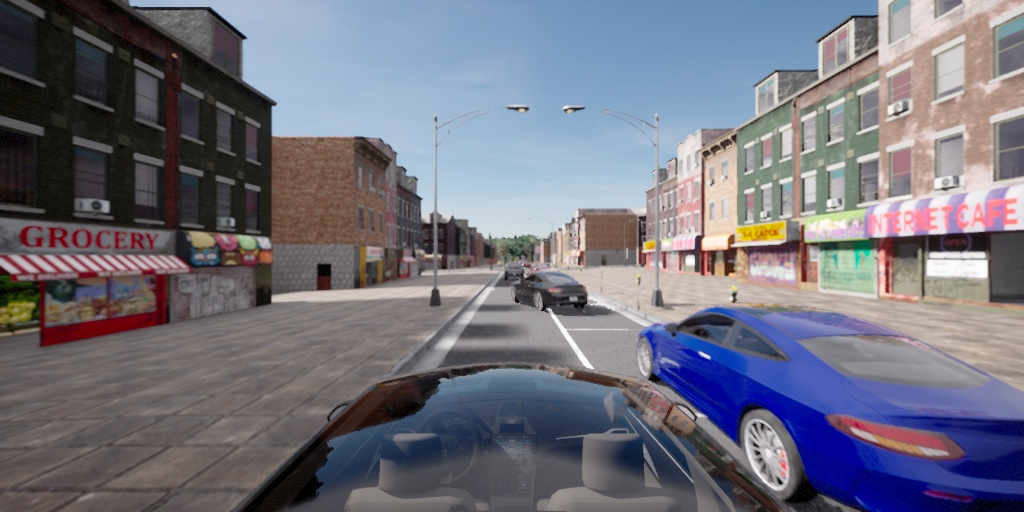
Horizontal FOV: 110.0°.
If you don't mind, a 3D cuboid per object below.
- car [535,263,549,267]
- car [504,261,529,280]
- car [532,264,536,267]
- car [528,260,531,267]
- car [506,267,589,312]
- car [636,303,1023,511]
[{"bbox_3d":[2.754,1.419,23.837,1.751,1.417,4.829,0,0,0],"label":"car"},{"bbox_3d":[0.261,1.465,34.465,2.128,1.511,4.902,0,-1,1],"label":"car"},{"bbox_3d":[2.783,1.516,29.134,1.802,1.307,4.207,0,0,0],"label":"car"},{"bbox_3d":[2.813,1.417,34.600,1.967,1.591,4.097,0,0,0],"label":"car"},{"bbox_3d":[1.434,1.356,14.786,1.812,1.442,4.674,0,0,-18],"label":"car"},{"bbox_3d":[3.033,1.291,4.306,1.812,1.442,4.674,0,0,0],"label":"car"}]
